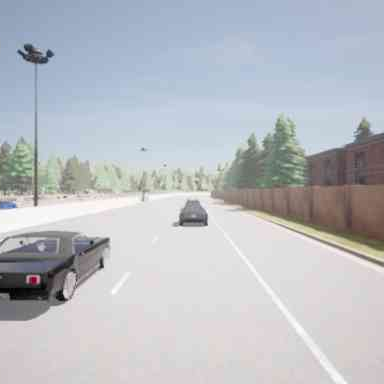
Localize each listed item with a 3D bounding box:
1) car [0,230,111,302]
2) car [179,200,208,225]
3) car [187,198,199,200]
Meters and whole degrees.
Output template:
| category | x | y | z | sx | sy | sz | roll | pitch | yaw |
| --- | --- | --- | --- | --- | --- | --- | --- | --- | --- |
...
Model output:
| category | x | y | z | sx | sy | sz | roll | pitch | yaw |
| --- | --- | --- | --- | --- | --- | --- | --- | --- | --- |
| car | -3.399 | 1.587 | 8.155 | 1.895 | 1.301 | 4.718 | 0 | 0 | 0 |
| car | 0.103 | 1.525 | 23.621 | 1.994 | 1.385 | 4.181 | 0 | 0 | 0 |
| car | 0.106 | 1.423 | 41.513 | 2.128 | 1.511 | 4.902 | 0 | 0 | 0 |
